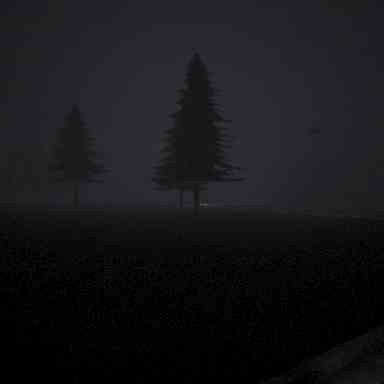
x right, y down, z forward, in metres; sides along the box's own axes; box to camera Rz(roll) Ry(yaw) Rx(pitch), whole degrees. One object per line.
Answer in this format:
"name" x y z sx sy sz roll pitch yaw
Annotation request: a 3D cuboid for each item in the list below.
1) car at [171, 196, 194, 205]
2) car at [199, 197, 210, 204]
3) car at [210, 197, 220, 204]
"car" -2.046 1.562 61.072 1.812 1.442 4.674 0 0 -36
"car" 0.793 1.566 63.119 1.812 1.442 4.674 0 0 -36
"car" 3.551 1.609 65.281 1.994 1.385 4.181 0 0 -36
